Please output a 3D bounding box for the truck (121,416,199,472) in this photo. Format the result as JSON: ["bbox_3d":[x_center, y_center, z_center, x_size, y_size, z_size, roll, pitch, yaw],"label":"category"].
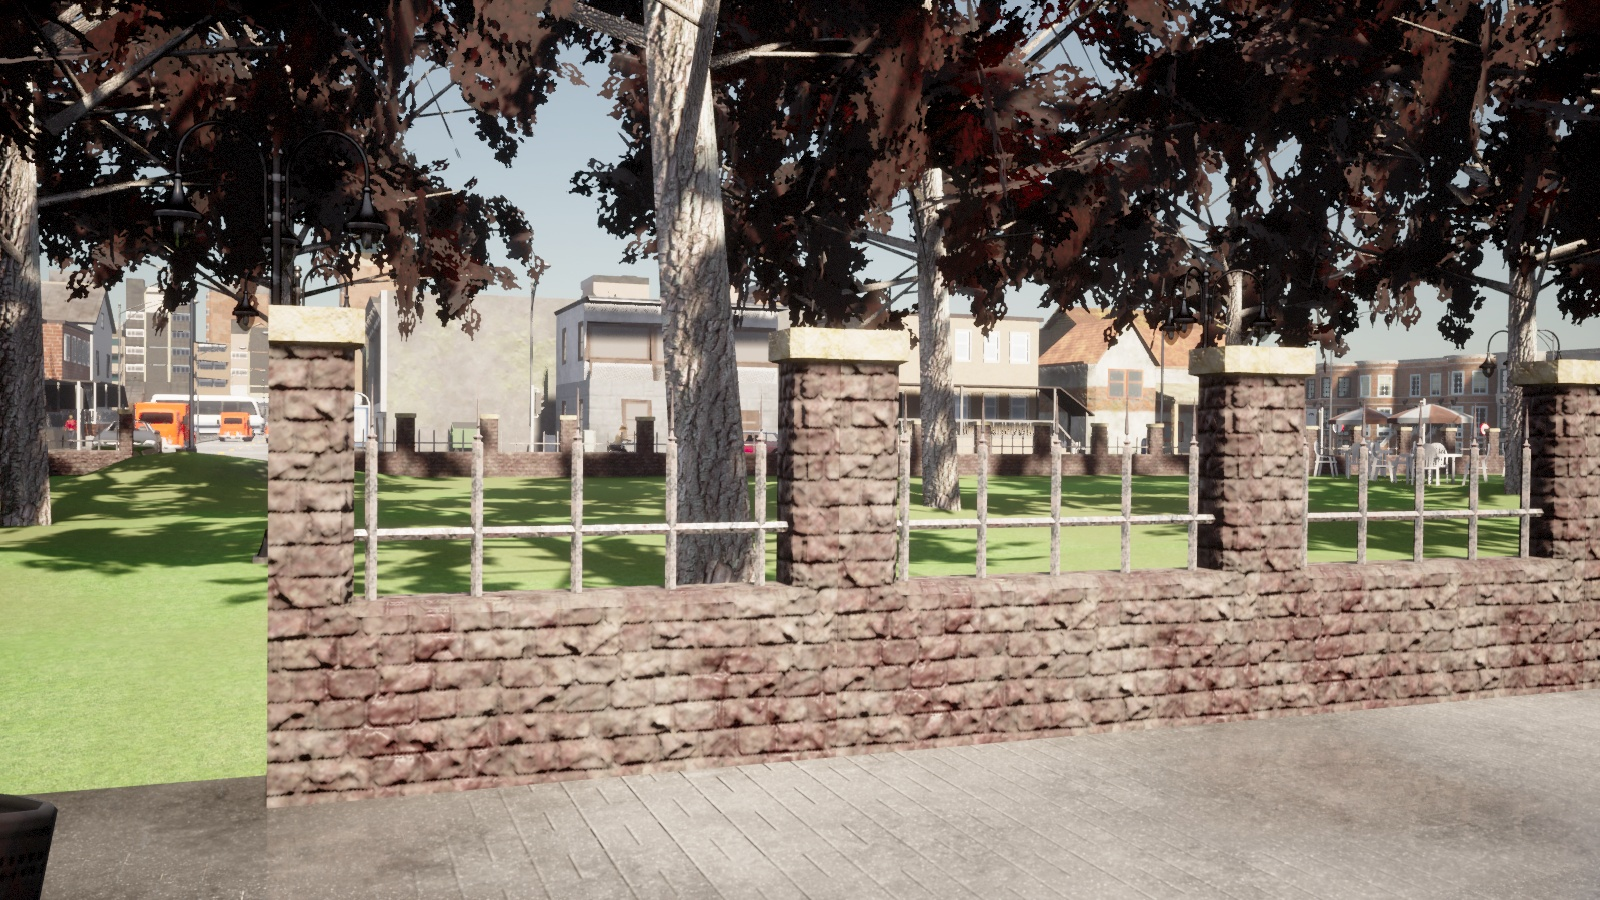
[{"bbox_3d":[-29.583,-0.316,58.203,2.627,2.467,5.204,-1,1,-21],"label":"truck"}]

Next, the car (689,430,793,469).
[{"bbox_3d":[-2.411,-0.045,51.313,3.806,1.475,1.970,-1,1,-21],"label":"car"}]

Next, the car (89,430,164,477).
[{"bbox_3d":[-25.203,0.082,47.145,2.152,1.651,5.027,-1,1,-25],"label":"car"}]

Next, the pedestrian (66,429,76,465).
[{"bbox_3d":[-37.965,-0.146,65.398,0.331,1.846,0.636,-1,1,-23],"label":"pedestrian"}]
